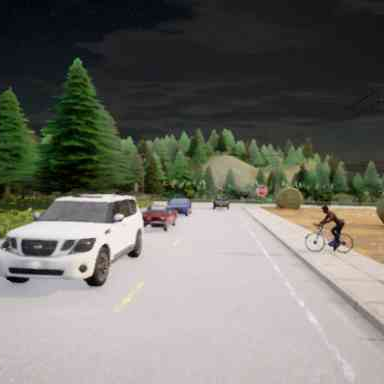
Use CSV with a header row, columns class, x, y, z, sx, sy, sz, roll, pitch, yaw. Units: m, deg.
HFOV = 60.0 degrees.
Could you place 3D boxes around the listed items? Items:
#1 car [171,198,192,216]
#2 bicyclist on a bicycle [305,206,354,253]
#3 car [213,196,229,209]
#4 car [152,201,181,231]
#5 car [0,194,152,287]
class,x,y,z,sx,sy,sz,roll,pitch,yaw
car,-1.075,1.249,29.616,1.882,1.535,5.008,1,0,5
bicyclist on a bicycle,4.803,1.315,11.621,1.656,1.620,0.582,1,0,5
car,3.570,1.277,40.439,2.128,1.511,4.902,1,0,6
car,-2.021,1.427,19.302,1.895,1.301,4.718,1,0,5
car,-2.904,1.101,9.435,2.150,2.045,5.566,1,0,5
